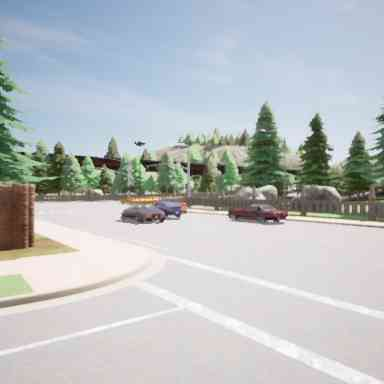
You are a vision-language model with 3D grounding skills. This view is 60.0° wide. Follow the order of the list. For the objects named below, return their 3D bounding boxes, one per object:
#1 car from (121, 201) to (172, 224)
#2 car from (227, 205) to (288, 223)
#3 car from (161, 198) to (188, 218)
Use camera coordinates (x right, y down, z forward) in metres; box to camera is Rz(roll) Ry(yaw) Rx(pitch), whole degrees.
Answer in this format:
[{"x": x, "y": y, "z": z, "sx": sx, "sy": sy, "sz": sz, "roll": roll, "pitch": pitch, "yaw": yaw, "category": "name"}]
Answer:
[{"x": -3.734, "y": 1.602, "z": 25.262, "sx": 1.994, "sy": 1.385, "sz": 4.181, "roll": 0, "pitch": 0, "yaw": -38, "category": "car"}, {"x": 4.939, "y": 1.640, "z": 25.787, "sx": 1.895, "sy": 1.301, "sz": 4.718, "roll": 0, "pitch": 0, "yaw": -38, "category": "car"}, {"x": -2.667, "y": 1.564, "z": 29.873, "sx": 1.812, "sy": 1.442, "sz": 4.674, "roll": 0, "pitch": 0, "yaw": -38, "category": "car"}]
